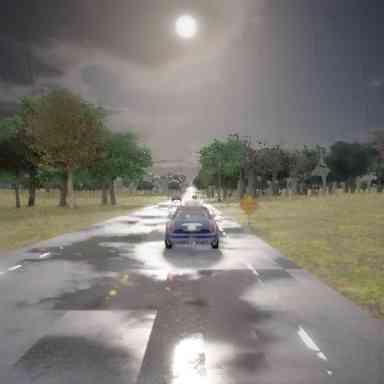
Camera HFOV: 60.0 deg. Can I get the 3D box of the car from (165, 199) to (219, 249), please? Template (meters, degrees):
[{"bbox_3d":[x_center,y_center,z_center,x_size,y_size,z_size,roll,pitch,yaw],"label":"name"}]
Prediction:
[{"bbox_3d":[0.000,1.366,14.620,2.097,1.767,4.553,0,0,0],"label":"car"}]

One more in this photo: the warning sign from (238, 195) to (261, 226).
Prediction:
[{"bbox_3d":[3.549,1.114,20.644,1.300,1.860,1.060,0,0,0],"label":"warning sign"}]

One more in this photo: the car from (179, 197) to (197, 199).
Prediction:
[{"bbox_3d":[0.000,1.485,29.650,1.882,1.535,5.008,0,0,0],"label":"car"}]

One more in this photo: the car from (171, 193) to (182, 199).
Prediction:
[{"bbox_3d":[-3.500,1.214,75.885,2.150,2.045,5.566,0,0,0],"label":"car"}]
